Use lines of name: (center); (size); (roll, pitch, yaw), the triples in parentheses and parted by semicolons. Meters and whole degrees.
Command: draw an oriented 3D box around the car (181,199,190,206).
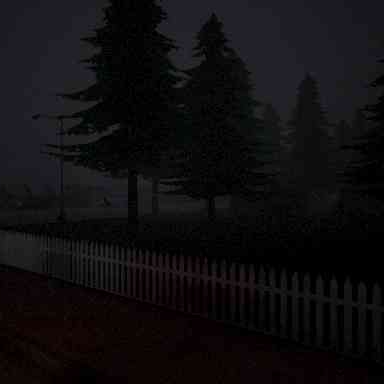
car: (0.903, 1.478, 52.819); (1.882, 1.535, 5.008); (0, 0, 35)

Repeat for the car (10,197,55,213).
car: (-18.052, 1.352, 37.661); (2.097, 1.767, 4.553); (0, 0, 34)

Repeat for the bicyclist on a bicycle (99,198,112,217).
bicyclist on a bicycle: (-7.200, 1.302, 27.864); (1.656, 1.620, 0.582); (0, 0, 34)

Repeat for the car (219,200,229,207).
car: (4.278, 1.221, 51.479); (2.150, 2.045, 5.566); (0, 0, 34)

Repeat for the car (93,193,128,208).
car: (-11.396, 1.224, 47.436); (2.150, 2.045, 5.566); (0, 0, 34)

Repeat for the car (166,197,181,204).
car: (-2.676, 1.331, 60.098); (2.128, 1.511, 4.902); (0, 0, 34)
